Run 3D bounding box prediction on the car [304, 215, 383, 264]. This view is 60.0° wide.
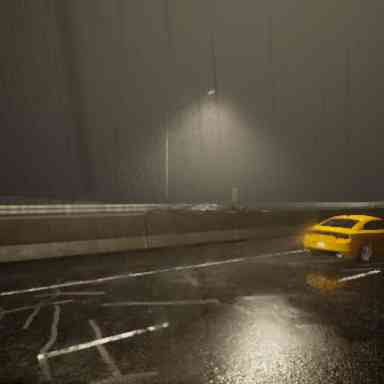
[{"bbox_3d":[6.325,1.621,12.499,5.008,1.535,1.882,1,0,-35],"label":"car"}]

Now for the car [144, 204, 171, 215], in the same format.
[{"bbox_3d":[-1.957,1.733,28.308,4.181,1.385,1.994,1,-1,-35],"label":"car"}]

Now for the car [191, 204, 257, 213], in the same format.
[{"bbox_3d":[2.707,1.657,23.028,5.008,1.535,1.882,1,-1,-35],"label":"car"}]

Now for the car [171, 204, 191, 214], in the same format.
[{"bbox_3d":[1.162,1.679,26.216,4.902,1.511,2.128,1,-1,-35],"label":"car"}]
